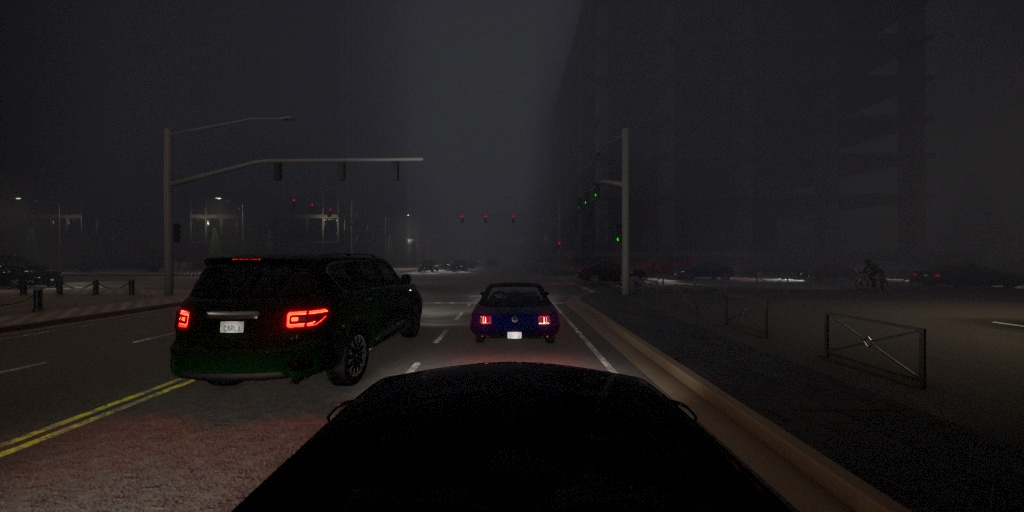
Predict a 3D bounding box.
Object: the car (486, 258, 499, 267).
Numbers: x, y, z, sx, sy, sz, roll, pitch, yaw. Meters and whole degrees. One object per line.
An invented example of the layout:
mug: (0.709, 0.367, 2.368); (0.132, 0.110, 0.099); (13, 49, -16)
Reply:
car: (-3.451, 1.102, 63.680); (2.097, 1.767, 4.553); (0, 0, 0)

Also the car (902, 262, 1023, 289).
car: (28.002, 1.242, 22.116); (5.357, 1.411, 2.033); (0, 0, 0)

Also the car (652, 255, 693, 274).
car: (13.909, 0.917, 32.758); (5.566, 2.045, 2.150); (0, 0, 0)

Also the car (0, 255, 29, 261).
car: (-35.822, 0.917, 25.106); (5.566, 2.045, 2.150); (0, 0, 0)

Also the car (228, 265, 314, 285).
car: (-16.928, 1.302, 25.387); (4.718, 1.301, 1.895); (0, 0, -4)

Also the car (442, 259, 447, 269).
car: (-10.634, 1.241, 55.236); (2.128, 1.511, 4.902); (0, 0, 0)

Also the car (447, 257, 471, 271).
car: (-7.136, 1.254, 48.517); (1.837, 1.490, 4.892); (0, 0, 0)

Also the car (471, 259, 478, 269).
car: (-7.130, 1.227, 57.975); (1.882, 1.535, 5.008); (0, 0, 0)

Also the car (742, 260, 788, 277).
car: (23.639, 1.172, 32.796); (5.008, 1.535, 1.882); (0, 0, -1)

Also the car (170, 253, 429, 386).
car: (-3.443, 0.971, 7.117); (2.150, 2.045, 5.566); (0, 0, 0)

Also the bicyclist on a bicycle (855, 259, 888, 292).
bicyclist on a bicycle: (18.317, 0.998, 18.292); (0.582, 1.620, 1.656); (0, 0, 0)

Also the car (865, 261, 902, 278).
car: (33.633, 1.220, 32.830); (4.674, 1.442, 1.812); (0, 0, 0)

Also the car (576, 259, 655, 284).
car: (7.091, 1.171, 25.510); (5.008, 1.535, 1.882); (0, 0, 0)

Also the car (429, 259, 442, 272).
car: (-10.636, 1.255, 45.893); (1.837, 1.490, 4.892); (0, 0, 0)

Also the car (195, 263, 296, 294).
car: (-15.166, 1.204, 20.450); (4.902, 1.511, 2.128); (0, 0, 18)

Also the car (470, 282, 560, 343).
car: (0.073, 1.351, 9.633); (1.895, 1.301, 4.718); (0, 0, 0)

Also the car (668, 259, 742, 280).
car: (15.629, 1.220, 29.243); (4.674, 1.442, 1.812); (0, 0, 0)

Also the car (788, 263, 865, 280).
car: (25.593, 1.258, 29.306); (4.181, 1.385, 1.994); (0, 0, 0)

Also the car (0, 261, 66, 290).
car: (-30.078, 1.200, 21.576); (4.892, 1.490, 1.837); (0, 0, 0)
